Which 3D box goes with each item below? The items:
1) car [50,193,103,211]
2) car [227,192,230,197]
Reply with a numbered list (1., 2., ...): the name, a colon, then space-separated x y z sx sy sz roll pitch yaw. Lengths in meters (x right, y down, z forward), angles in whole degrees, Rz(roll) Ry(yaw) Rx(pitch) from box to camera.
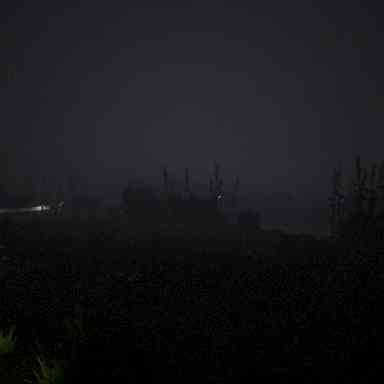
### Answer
1. car: -10.576 0.961 30.403 2.097 1.767 4.553 0 3 40
2. car: 4.405 0.747 46.652 2.097 1.767 4.553 0 -2 44
